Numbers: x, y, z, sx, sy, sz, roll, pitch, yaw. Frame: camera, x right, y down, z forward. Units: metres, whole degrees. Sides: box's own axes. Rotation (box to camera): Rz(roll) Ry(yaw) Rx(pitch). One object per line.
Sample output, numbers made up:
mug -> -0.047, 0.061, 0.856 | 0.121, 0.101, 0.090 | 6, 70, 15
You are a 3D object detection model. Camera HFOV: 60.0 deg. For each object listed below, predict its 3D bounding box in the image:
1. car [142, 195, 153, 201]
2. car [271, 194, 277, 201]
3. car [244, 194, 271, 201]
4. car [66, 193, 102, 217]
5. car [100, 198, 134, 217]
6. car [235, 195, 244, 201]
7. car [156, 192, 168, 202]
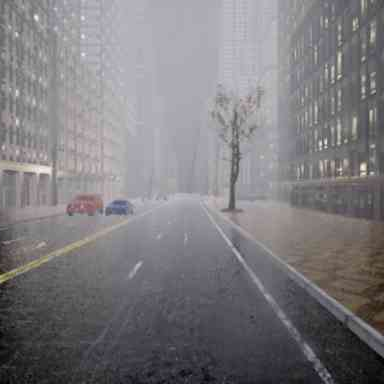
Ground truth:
car -> -9.758, 1.295, 72.556 | 1.812, 1.442, 4.674 | 0, 0, 0
car -> 21.537, 1.319, 81.166 | 5.009, 1.841, 2.192 | 0, 1, 3
car -> 15.983, 1.309, 81.363 | 5.009, 1.841, 2.192 | 0, 1, 3
car -> -9.849, 1.162, 31.190 | 2.150, 2.045, 5.566 | 0, 0, 0
car -> -6.598, 1.419, 30.651 | 1.882, 1.535, 5.008 | 0, 0, 0
car -> 12.581, 1.430, 84.223 | 5.008, 1.535, 1.882 | 0, 1, 3
car -> -6.508, 1.024, 72.110 | 2.150, 2.045, 5.566 | 0, 0, 0
